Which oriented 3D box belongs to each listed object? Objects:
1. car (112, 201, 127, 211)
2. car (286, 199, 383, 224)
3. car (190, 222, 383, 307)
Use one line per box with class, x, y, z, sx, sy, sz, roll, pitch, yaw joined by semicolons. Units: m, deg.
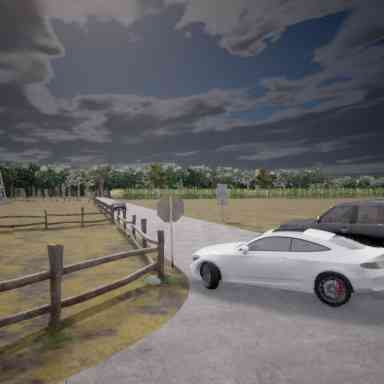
car;-10.884;1.988;49.471;2.033;1.411;5.357;-2;0;-18
car;5.110;1.231;9.836;2.150;2.045;5.566;-2;0;-40
car;2.172;1.615;8.099;4.674;1.442;1.812;-2;0;31
